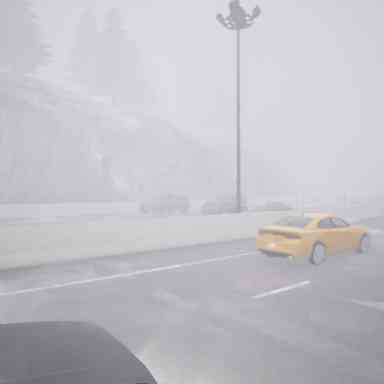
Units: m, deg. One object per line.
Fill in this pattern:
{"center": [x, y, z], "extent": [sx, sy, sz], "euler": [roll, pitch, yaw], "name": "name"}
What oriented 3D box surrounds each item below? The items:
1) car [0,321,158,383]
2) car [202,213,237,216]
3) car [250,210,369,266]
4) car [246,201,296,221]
{"center": [-2.778, 1.557, 1.815], "extent": [5.357, 1.411, 2.033], "euler": [0, 0, -36], "name": "car"}
{"center": [3.017, 1.509, 29.206], "extent": [4.892, 1.490, 1.837], "euler": [0, 0, -42], "name": "car"}
{"center": [4.381, 1.471, 11.677], "extent": [5.008, 1.535, 1.882], "euler": [0, 0, -39], "name": "car"}
{"center": [6.676, 1.519, 27.801], "extent": [4.674, 1.442, 1.812], "euler": [0, 0, -43], "name": "car"}
